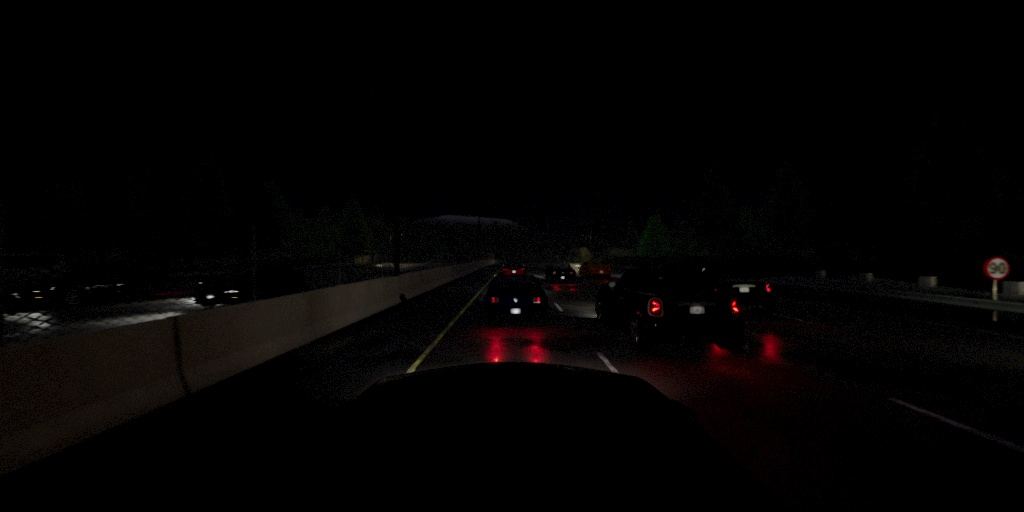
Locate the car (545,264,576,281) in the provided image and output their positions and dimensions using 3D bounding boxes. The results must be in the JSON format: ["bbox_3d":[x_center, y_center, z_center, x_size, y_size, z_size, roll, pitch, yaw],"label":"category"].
[{"bbox_3d":[3.645,1.244,27.897,1.895,1.301,4.718,0,0,0],"label":"car"}]

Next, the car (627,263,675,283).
[{"bbox_3d":[10.645,1.249,27.872,1.895,1.301,4.718,0,0,0],"label":"car"}]

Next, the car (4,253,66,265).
[{"bbox_3d":[-21.065,0.894,13.984,2.150,2.045,5.566,0,0,0],"label":"car"}]

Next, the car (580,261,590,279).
[{"bbox_3d":[7.152,1.113,31.145,1.882,1.535,5.008,0,0,0],"label":"car"}]

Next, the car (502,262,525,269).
[{"bbox_3d":[0.150,1.197,30.190,1.994,1.385,4.181,0,0,0],"label":"car"}]

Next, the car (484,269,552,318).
[{"bbox_3d":[0.116,1.294,12.575,1.895,1.301,4.718,0,0,0],"label":"car"}]

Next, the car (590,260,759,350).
[{"bbox_3d":[3.611,1.062,9.107,2.097,1.767,4.553,0,0,0],"label":"car"}]

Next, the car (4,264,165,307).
[{"bbox_3d":[-17.557,1.177,15.112,1.837,1.490,4.892,0,0,0],"label":"car"}]

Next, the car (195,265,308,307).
[{"bbox_3d":[-10.558,1.183,14.993,1.837,1.490,4.892,0,0,0],"label":"car"}]

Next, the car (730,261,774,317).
[{"bbox_3d":[7.117,1.049,13.100,2.097,1.767,4.553,0,0,0],"label":"car"}]
